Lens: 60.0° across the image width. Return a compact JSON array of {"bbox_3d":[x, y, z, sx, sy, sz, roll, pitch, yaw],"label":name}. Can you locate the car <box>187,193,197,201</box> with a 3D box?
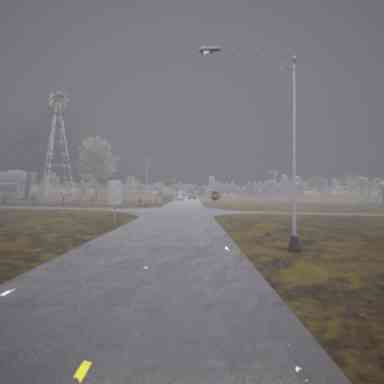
[{"bbox_3d":[-0.016,1.186,84.946,2.150,2.045,5.566,0,0,0],"label":"car"}]

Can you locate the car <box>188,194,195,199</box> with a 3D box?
[{"bbox_3d":[-0.018,1.361,95.342,1.994,1.385,4.181,0,0,0],"label":"car"}]

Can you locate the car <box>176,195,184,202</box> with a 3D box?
[{"bbox_3d":[-2.765,1.490,77.649,1.812,1.442,4.674,0,0,0],"label":"car"}]
